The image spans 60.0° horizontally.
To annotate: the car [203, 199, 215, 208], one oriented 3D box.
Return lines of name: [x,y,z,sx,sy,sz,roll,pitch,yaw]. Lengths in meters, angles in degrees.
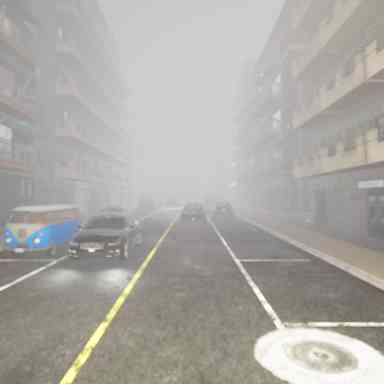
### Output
car: [2.660,1.850,52.677,1.802,1.307,4.206,1,0,0]

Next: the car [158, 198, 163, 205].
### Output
car: [-5.779,1.876,64.086,2.008,1.369,4.403,1,0,0]

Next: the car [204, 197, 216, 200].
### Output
car: [2.662,1.738,41.506,1.752,1.417,4.829,1,0,0]

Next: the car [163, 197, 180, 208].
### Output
car: [-3.078,1.628,54.294,2.097,1.767,4.553,0,0,0]

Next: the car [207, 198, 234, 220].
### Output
car: [2.665,1.595,29.996,1.967,1.590,4.097,1,0,0]

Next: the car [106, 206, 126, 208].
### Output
car: [-5.682,1.671,24.395,1.887,1.381,4.507,1,0,0]

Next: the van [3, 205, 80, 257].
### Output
van: [-5.677,1.410,13.055,1.690,1.788,3.998,1,0,0]

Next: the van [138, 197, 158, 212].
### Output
van: [-5.682,1.554,41.408,1.690,1.788,3.998,1,0,0]

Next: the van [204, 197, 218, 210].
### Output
van: [2.664,1.581,47.007,1.690,1.788,3.998,1,0,0]

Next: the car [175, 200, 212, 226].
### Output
car: [0.096,1.621,24.691,2.128,1.511,4.902,0,0,0]

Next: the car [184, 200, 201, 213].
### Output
car: [0.094,1.777,41.730,1.994,1.385,4.181,0,0,0]

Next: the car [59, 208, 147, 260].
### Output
car: [-3.104,1.571,12.695,1.837,1.490,4.892,0,0,0]

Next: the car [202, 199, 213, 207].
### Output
car: [2.658,1.878,58.348,1.802,1.307,4.206,1,0,0]
